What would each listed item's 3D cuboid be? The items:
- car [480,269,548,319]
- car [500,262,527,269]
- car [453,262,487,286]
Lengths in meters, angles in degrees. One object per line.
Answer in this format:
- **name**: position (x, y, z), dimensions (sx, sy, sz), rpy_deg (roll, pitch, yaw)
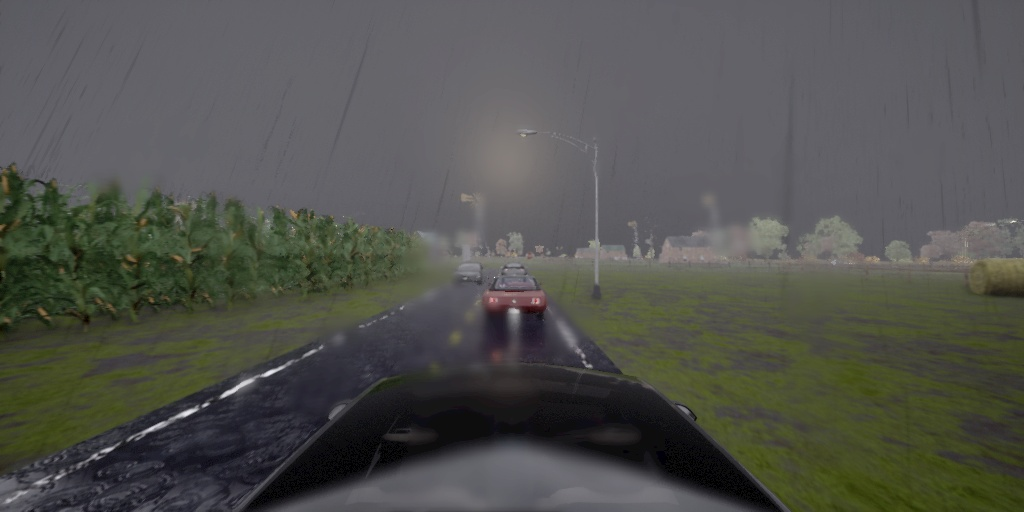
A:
- **car**: position (0.114, 1.320, 12.543), dimensions (1.895, 1.301, 4.718), rpy_deg (0, 0, 0)
- **car**: position (0.146, 1.167, 27.487), dimensions (2.128, 1.511, 4.902), rpy_deg (0, 0, 0)
- **car**: position (-2.793, 1.189, 24.515), dimensions (1.837, 1.490, 4.892), rpy_deg (0, 0, 0)
